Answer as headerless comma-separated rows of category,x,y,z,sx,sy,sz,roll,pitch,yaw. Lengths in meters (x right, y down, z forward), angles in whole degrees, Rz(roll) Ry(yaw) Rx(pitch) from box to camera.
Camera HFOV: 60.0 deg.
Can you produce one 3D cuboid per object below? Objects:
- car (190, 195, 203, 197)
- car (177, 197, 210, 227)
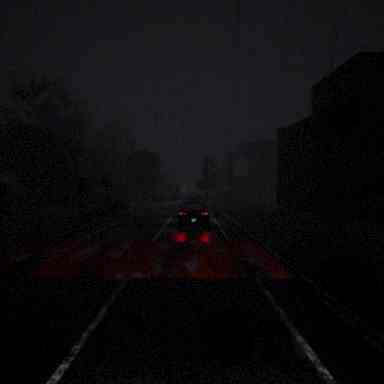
car,0.492,1.054,36.734,2.128,1.511,4.902,0,1,4
car,0.088,1.298,20.395,1.812,1.442,4.674,0,1,0
